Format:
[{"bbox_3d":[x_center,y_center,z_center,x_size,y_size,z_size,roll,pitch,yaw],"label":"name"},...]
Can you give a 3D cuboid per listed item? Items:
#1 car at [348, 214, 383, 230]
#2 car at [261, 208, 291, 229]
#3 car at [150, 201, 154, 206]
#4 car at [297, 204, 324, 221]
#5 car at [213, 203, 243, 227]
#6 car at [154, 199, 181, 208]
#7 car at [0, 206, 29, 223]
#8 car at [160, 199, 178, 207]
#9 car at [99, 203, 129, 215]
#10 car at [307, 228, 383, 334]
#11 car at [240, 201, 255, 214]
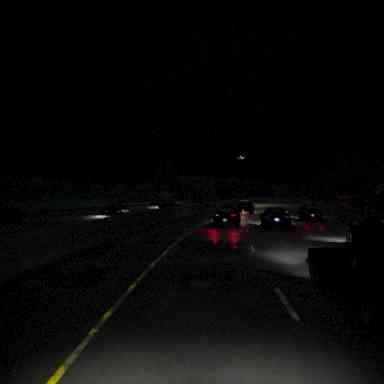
[{"bbox_3d":[7.988,1.671,13.658,1.837,1.490,4.892,0,-1,6],"label":"car"},{"bbox_3d":[6.006,1.836,24.067,1.994,1.385,4.181,0,-1,10],"label":"car"},{"bbox_3d":[-7.092,2.251,68.815,1.994,1.385,4.181,0,-1,17],"label":"car"},{"bbox_3d":[11.190,1.890,31.524,1.812,1.442,4.674,0,-1,14],"label":"car"},{"bbox_3d":[2.702,1.805,25.434,1.812,1.442,4.674,0,-1,10],"label":"car"},{"bbox_3d":[-2.993,2.040,46.566,2.033,1.411,5.357,0,-1,17],"label":"car"},{"bbox_3d":[-15.150,1.848,26.253,1.895,1.301,4.718,0,-1,10],"label":"car"},{"bbox_3d":[-4.513,2.161,65.323,1.882,1.535,5.008,0,-1,17],"label":"car"},{"bbox_3d":[-8.928,1.955,38.403,1.994,1.385,4.181,0,-1,15],"label":"car"},{"bbox_3d":[3.878,1.684,6.797,1.895,1.301,4.718,0,-1,3],"label":"car"},{"bbox_3d":[6.718,1.964,41.582,1.837,1.490,4.892,0,-1,16],"label":"car"}]
